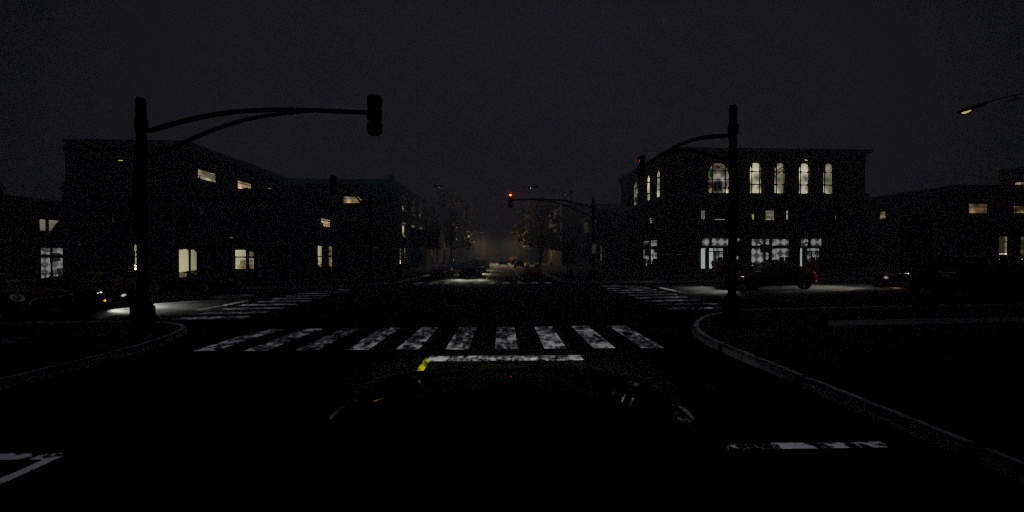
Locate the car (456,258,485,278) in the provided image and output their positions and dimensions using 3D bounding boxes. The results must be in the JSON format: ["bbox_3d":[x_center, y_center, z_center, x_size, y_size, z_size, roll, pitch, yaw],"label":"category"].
[{"bbox_3d":[-3.916,1.222,34.412,1.882,1.535,5.008,0,0,-2],"label":"car"}]

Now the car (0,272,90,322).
[{"bbox_3d":[-18.344,1.422,12.745,4.097,1.591,1.967,0,0,-2],"label":"car"}]

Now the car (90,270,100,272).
[{"bbox_3d":[-24.494,1.501,20.833,4.829,1.417,1.751,0,0,-2],"label":"car"}]

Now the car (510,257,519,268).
[{"bbox_3d":[1.186,1.288,61.521,2.007,1.370,4.403,0,0,-1],"label":"car"}]

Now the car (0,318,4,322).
[{"bbox_3d":[-5.661,1.295,1.077,1.888,1.381,4.507,0,0,-1],"label":"car"}]

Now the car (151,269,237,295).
[{"bbox_3d":[-18.676,1.474,21.085,4.313,1.339,1.948,0,0,-2],"label":"car"}]

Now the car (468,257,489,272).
[{"bbox_3d":[-4.174,1.220,44.451,1.882,1.535,5.008,0,0,-1],"label":"car"}]

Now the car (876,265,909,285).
[{"bbox_3d":[23.531,0.918,20.316,4.902,1.511,2.128,-1,1,-2],"label":"car"}]

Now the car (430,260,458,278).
[{"bbox_3d":[-6.487,1.326,33.586,1.802,1.307,4.207,0,0,-1],"label":"car"}]

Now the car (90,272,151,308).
[{"bbox_3d":[-18.638,1.526,15.291,4.181,1.385,1.994,-1,1,-2],"label":"car"}]

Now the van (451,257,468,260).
[{"bbox_3d":[-6.769,1.082,44.674,1.690,1.789,3.998,0,0,-1],"label":"van"}]

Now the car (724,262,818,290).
[{"bbox_3d":[14.309,1.063,19.917,4.674,1.442,1.812,-1,1,-2],"label":"car"}]

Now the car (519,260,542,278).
[{"bbox_3d":[1.886,1.270,33.969,1.751,1.417,4.829,0,0,-1],"label":"car"}]

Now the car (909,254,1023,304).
[{"bbox_3d":[19.644,0.843,14.358,5.009,1.841,2.192,0,0,-2],"label":"car"}]
